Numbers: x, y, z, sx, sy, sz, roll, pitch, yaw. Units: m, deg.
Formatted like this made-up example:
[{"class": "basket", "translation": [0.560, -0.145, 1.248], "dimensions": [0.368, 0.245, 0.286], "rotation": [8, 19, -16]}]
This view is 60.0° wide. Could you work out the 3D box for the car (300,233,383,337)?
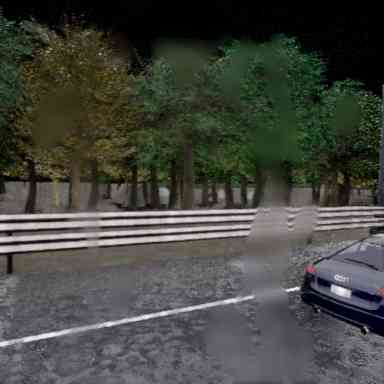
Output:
[{"class": "car", "translation": [3.982, 1.475, 5.982], "dimensions": [4.181, 1.385, 1.994], "rotation": [0, 2, -29]}]
